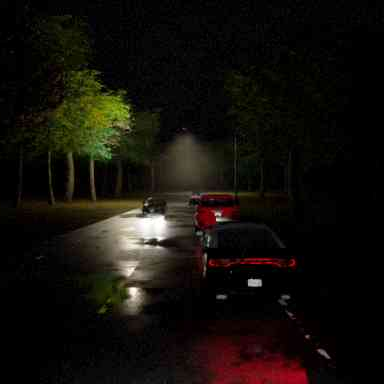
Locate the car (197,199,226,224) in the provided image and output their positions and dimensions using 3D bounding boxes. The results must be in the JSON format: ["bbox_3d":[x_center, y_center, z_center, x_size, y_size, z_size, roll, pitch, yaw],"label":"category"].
[{"bbox_3d":[1.323,1.347,24.381,1.837,1.490,4.892,0,1,1],"label":"car"}]

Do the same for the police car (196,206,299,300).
[{"bbox_3d":[1.145,1.398,8.493,1.930,1.638,5.238,0,0,1],"label":"police car"}]

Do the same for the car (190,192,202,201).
[{"bbox_3d":[0.672,0.740,59.869,2.033,1.411,5.357,0,2,1],"label":"car"}]

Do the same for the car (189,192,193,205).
[{"bbox_3d":[0.550,1.089,46.157,2.033,1.411,5.357,0,1,1],"label":"car"}]

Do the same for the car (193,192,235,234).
[{"bbox_3d":[1.256,1.127,18.407,2.150,2.045,5.566,0,1,1],"label":"car"}]

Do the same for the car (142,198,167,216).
[{"bbox_3d":[-3.266,1.271,29.738,2.128,1.511,4.902,0,1,1],"label":"car"}]
